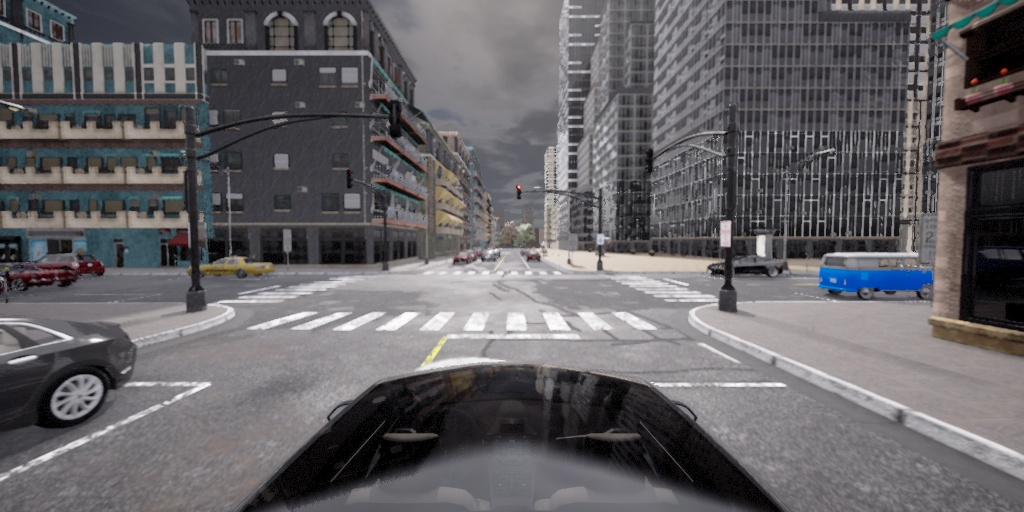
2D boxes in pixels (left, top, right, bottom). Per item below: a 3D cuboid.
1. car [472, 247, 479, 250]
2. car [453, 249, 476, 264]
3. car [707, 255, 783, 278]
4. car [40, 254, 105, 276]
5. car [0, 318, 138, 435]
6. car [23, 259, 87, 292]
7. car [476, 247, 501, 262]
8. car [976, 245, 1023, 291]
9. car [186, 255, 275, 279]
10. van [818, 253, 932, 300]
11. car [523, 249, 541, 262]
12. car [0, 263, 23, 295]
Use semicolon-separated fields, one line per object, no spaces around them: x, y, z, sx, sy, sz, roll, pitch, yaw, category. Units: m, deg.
-5.586;-0.092;46.502;1.967;1.591;4.097;0;0;0;car
-5.599;0.174;40.855;1.888;1.381;4.507;0;0;0;car
14.725;0.616;22.781;4.313;1.339;1.948;0;0;0;car
-28.731;0.587;22.817;4.097;1.591;1.967;0;0;0;car
-5.690;1.269;2.805;2.007;1.370;4.403;0;0;0;car
-23.917;0.985;17.099;4.718;1.301;1.895;0;2;0;car
-2.967;-0.033;46.275;2.128;1.511;4.902;0;1;0;car
23.093;0.513;17.045;5.566;2.045;2.150;0;2;0;car
-17.834;0.645;22.808;4.829;1.417;1.751;0;0;0;car
14.718;0.756;14.408;3.998;1.789;1.690;0;0;0;van
2.762;0.013;46.539;1.888;1.381;4.507;0;0;0;car
-23.205;0.937;14.440;4.097;1.591;1.967;0;0;0;car
